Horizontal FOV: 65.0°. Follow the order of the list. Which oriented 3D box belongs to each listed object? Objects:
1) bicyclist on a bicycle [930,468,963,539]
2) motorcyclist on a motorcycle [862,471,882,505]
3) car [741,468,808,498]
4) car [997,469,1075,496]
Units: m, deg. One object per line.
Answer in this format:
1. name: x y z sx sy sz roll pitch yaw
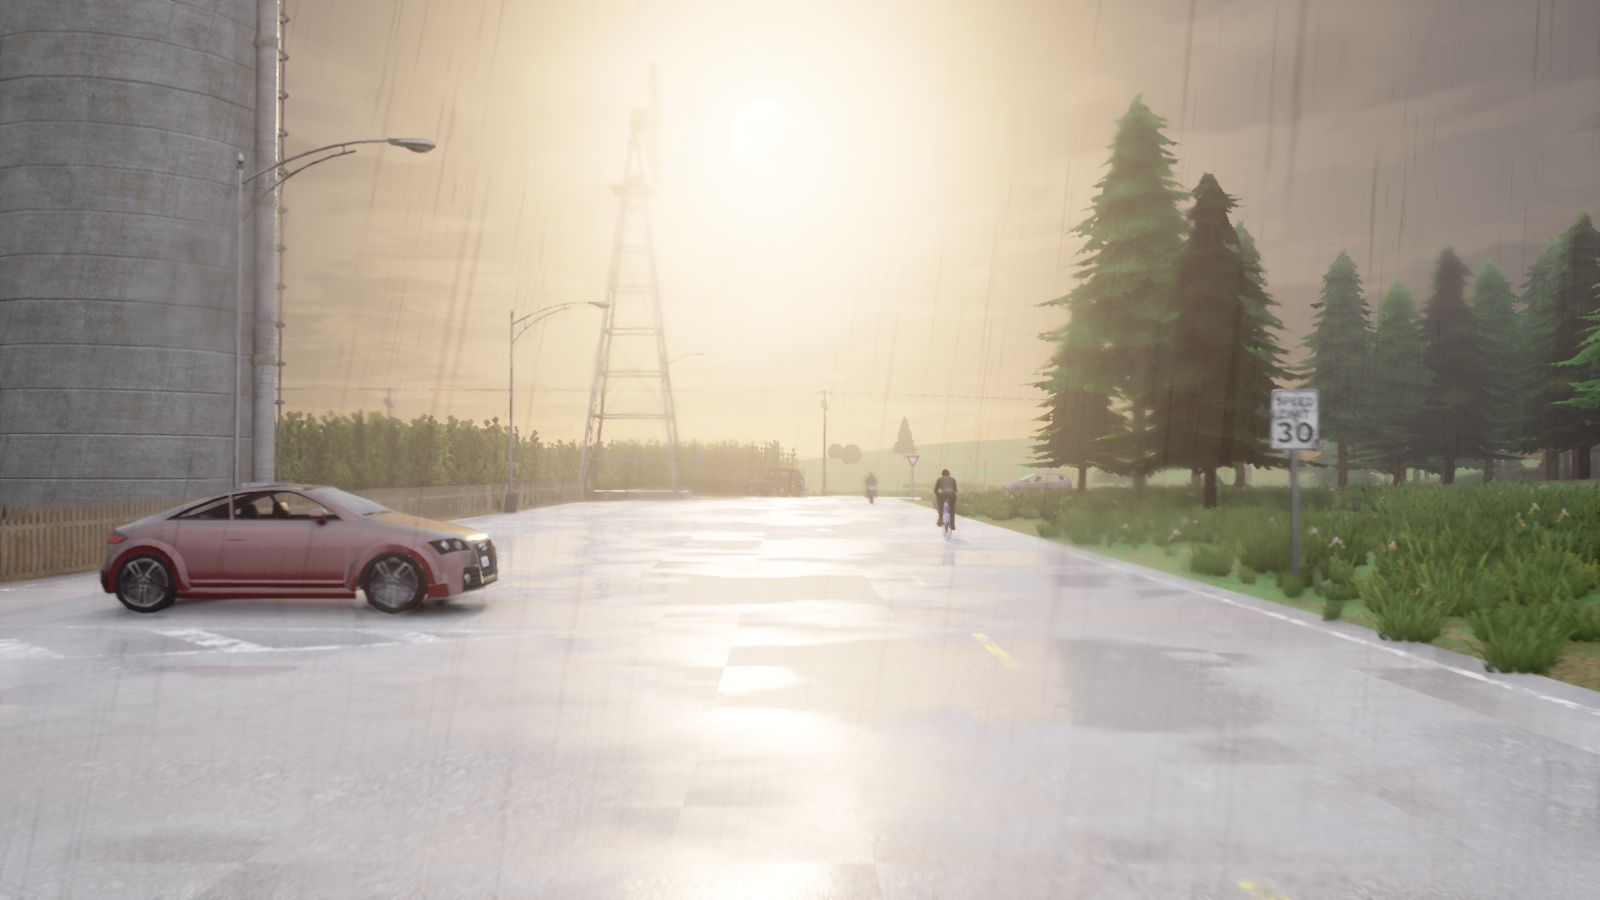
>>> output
1. bicyclist on a bicycle: 3.428 1.248 29.494 0.582 1.620 1.656 0 -1 0
2. motorcyclist on a motorcycle: 3.358 1.768 58.802 0.797 1.523 2.044 0 -1 0
3. car: -1.639 2.107 80.701 3.866 1.878 1.905 -1 -1 28
4. car: 15.333 2.105 81.797 4.611 1.667 2.242 0 -1 -1
